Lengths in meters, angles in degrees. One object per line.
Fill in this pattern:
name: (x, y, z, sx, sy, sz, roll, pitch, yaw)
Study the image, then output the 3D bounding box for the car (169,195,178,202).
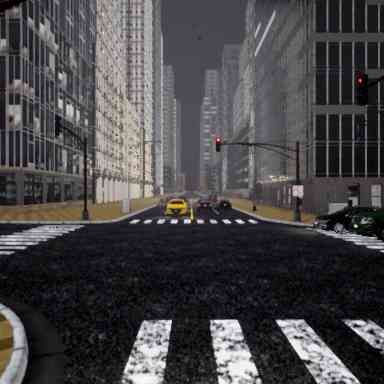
car: (-4.116, 1.406, 74.957, 1.967, 1.590, 4.097, 0, 0, 0)

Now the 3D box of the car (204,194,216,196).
car: (3.807, 1.296, 63.931, 2.192, 1.841, 5.009, 0, 0, 0)

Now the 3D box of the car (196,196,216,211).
car: (1.435, 1.550, 39.983, 2.033, 1.411, 5.357, 0, 0, 0)

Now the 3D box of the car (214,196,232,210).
car: (3.942, 1.568, 41.823, 1.947, 1.339, 4.313, 0, 0, 0)

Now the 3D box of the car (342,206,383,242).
car: (11.182, 1.443, 17.194, 5.566, 2.045, 2.150, 1, 0, -3)

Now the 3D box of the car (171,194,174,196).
car: (-4.073, 1.546, 63.901, 1.947, 1.339, 4.313, 0, 0, 0)

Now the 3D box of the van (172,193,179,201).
van: (-4.158, 1.292, 86.012, 1.690, 1.788, 3.998, 0, 0, 0)

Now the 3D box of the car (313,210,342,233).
car: (9.981, 1.703, 20.392, 4.892, 1.490, 1.837, 1, 0, -3)

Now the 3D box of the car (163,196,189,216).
car: (-1.487, 1.485, 33.325, 1.882, 1.535, 5.008, 0, 0, 0)

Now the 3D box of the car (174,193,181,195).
car: (-1.559, 1.346, 55.807, 2.097, 1.767, 4.553, 0, 0, 0)

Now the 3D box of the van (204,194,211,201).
van: (3.743, 1.299, 80.514, 1.690, 1.788, 3.998, 0, 0, 0)

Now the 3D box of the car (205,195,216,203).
car: (3.786, 1.413, 69.460, 1.967, 1.590, 4.097, 0, 0, 0)

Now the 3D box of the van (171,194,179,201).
van: (-4.137, 1.299, 80.484, 1.690, 1.788, 3.998, 0, 0, 0)

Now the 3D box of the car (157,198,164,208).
car: (-4.009, 1.580, 47.319, 1.802, 1.307, 4.206, 0, 0, 0)
